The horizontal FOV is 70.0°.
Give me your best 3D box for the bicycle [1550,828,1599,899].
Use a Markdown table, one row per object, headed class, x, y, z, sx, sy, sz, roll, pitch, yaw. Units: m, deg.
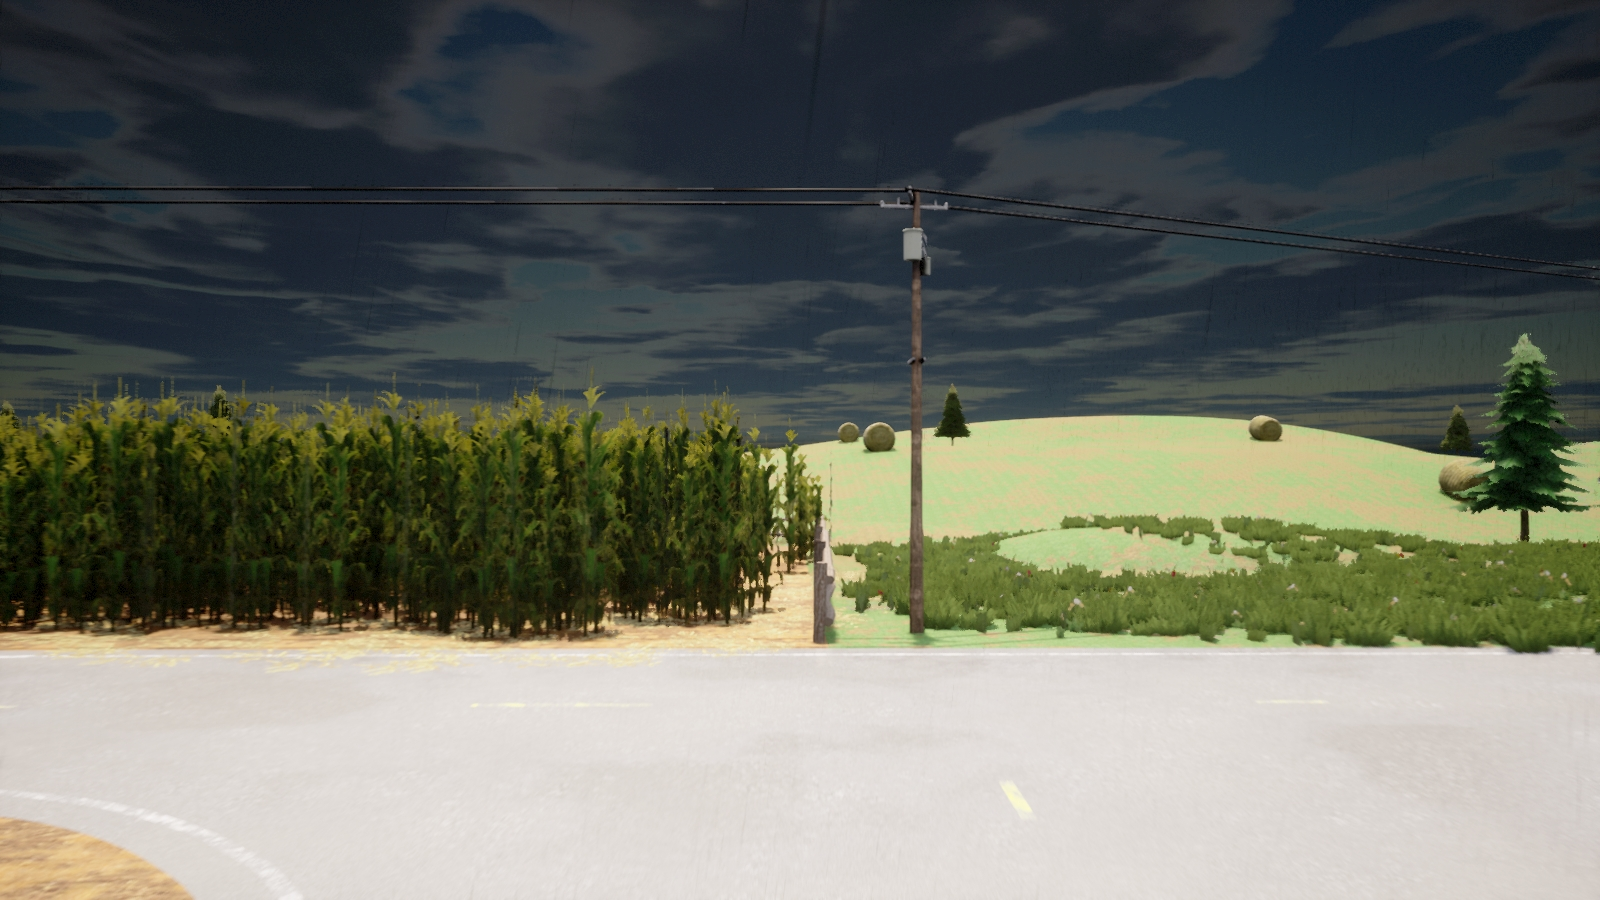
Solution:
| class | x | y | z | sx | sy | sz | roll | pitch | yaw |
| --- | --- | --- | --- | --- | --- | --- | --- | --- | --- |
| bicycle | 3.564 | 2.116 | 4.028 | 0.859 | 1.080 | 1.487 | 0 | 0 | 0 |
